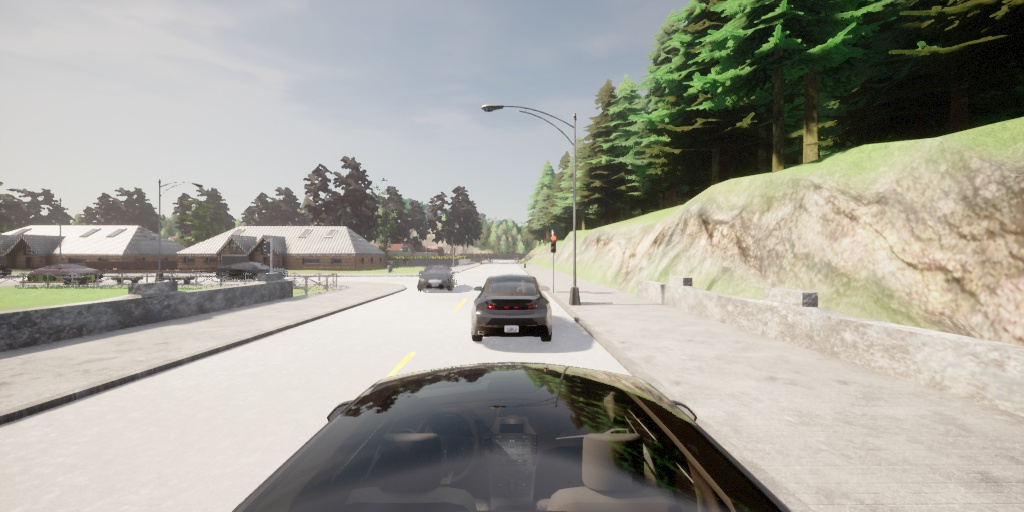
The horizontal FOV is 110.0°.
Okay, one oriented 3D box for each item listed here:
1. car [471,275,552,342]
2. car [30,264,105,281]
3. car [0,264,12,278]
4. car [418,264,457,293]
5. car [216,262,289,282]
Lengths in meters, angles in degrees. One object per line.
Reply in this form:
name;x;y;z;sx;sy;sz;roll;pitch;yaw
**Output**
car;-0.009;1.255;9.801;1.837;1.490;4.892;0;0;0
car;-34.718;1.314;28.035;4.181;1.385;1.994;0;0;0
car;-48.132;1.228;32.056;5.008;1.535;1.882;0;0;0
car;-4.284;1.241;21.055;2.128;1.511;4.902;0;0;-7
car;-20.266;1.228;28.153;5.008;1.535;1.882;0;0;0
